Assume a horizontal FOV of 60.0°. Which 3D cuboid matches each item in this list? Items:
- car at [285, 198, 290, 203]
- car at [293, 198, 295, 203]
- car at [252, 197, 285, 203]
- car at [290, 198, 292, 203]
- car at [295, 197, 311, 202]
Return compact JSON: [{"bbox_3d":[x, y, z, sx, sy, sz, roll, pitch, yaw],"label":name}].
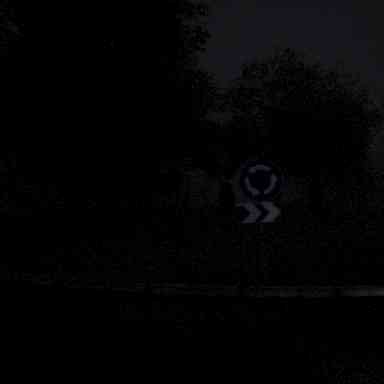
[{"bbox_3d":[23.677,2.569,87.853,2.128,1.511,4.902,-2,-3,8],"label":"car"},{"bbox_3d":[28.456,2.058,82.212,5.008,1.535,2.097,-2,-3,8],"label":"car"},{"bbox_3d":[12.342,1.403,54.866,4.892,1.490,1.837,-2,0,23],"label":"car"},{"bbox_3d":[29.266,2.364,87.648,4.792,1.488,2.163,-2,-3,8],"label":"car"},{"bbox_3d":[28.068,1.918,79.488,4.892,1.521,2.231,-2,-3,8],"label":"car"}]
